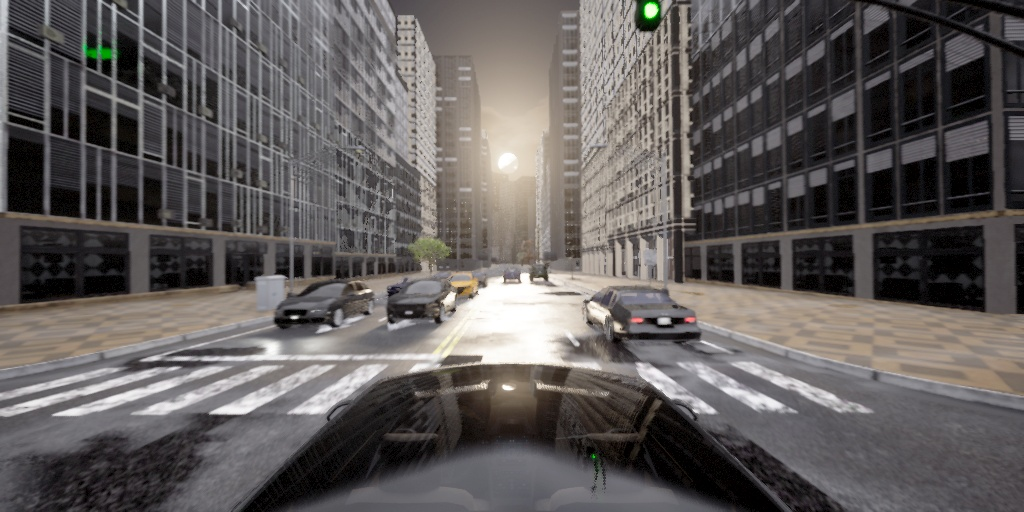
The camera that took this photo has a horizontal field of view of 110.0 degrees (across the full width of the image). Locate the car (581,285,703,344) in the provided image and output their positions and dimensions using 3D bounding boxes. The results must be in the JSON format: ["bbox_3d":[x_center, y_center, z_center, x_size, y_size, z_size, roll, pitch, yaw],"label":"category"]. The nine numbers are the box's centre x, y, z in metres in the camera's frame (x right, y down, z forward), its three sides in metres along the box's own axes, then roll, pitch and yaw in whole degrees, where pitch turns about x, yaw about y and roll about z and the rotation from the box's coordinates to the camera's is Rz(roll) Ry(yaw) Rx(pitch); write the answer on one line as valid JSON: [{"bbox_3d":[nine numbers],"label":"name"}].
[{"bbox_3d":[3.352,1.537,10.389,2.033,1.411,5.357,-1,-1,0],"label":"car"}]

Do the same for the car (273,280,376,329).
[{"bbox_3d":[-6.603,1.658,13.226,1.837,1.490,4.892,-1,-1,-1],"label":"car"}]

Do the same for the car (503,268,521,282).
[{"bbox_3d":[0.018,2.190,43.567,2.097,1.767,4.553,-1,-1,0],"label":"car"}]

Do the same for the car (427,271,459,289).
[{"bbox_3d":[-6.488,2.217,34.194,2.033,1.411,5.357,-1,-1,0],"label":"car"}]

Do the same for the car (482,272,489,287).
[{"bbox_3d":[-3.238,2.189,34.310,2.033,1.411,5.357,-1,-1,0],"label":"car"}]

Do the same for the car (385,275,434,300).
[{"bbox_3d":[-6.564,2.008,23.524,1.895,1.301,4.718,-1,-1,0],"label":"car"}]

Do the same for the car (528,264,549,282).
[{"bbox_3d":[3.266,2.046,44.287,2.150,2.045,5.566,-1,-1,0],"label":"car"}]

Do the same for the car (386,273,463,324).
[{"bbox_3d":[-3.337,1.622,14.117,1.882,1.535,5.008,-1,-1,0],"label":"car"}]

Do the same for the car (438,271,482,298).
[{"bbox_3d":[-3.313,1.859,23.727,1.882,1.535,5.008,-1,-1,0],"label":"car"}]
